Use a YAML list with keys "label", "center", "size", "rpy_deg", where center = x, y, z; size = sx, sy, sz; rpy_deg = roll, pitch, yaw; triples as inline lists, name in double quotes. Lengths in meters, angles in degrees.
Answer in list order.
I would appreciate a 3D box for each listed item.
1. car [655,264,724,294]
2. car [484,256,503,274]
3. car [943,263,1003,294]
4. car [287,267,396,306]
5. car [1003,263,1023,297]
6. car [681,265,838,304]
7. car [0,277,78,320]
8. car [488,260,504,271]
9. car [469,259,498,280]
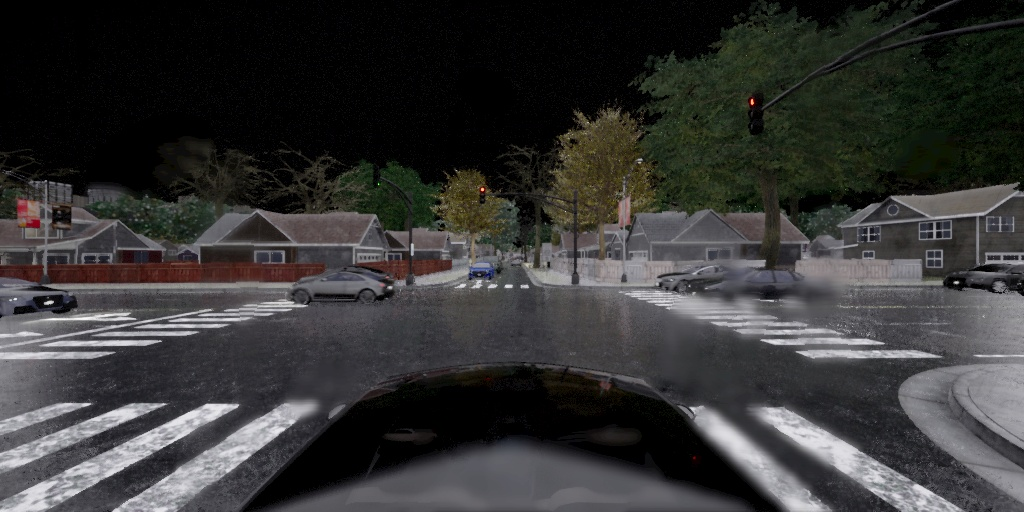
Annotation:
- label: "car"
  center: [9.931, 1.170, 18.398]
  size: [4.902, 1.511, 2.128]
  rpy_deg: [0, 0, 1]
- label: "car"
  center: [-2.400, 0.994, 41.647]
  size: [2.150, 2.045, 5.566]
  rpy_deg: [0, 0, 1]
- label: "car"
  center: [24.981, 1.100, 18.157]
  size: [4.892, 1.490, 1.837]
  rpy_deg: [0, 0, 1]
- label: "car"
  center: [-7.225, 1.342, 15.420]
  size: [4.181, 1.385, 1.994]
  rpy_deg: [0, 0, 1]
- label: "car"
  center: [24.375, 1.077, 14.919]
  size: [5.008, 1.535, 1.882]
  rpy_deg: [0, 0, 1]
- label: "car"
  center: [10.429, 1.224, 15.140]
  size: [5.357, 1.411, 2.033]
  rpy_deg: [0, 0, 1]
- label: "car"
  center: [-17.598, 1.410, 12.136]
  size: [4.181, 1.385, 1.994]
  rpy_deg: [0, 0, 1]
- label: "car"
  center: [-2.269, 1.331, 51.964]
  size: [2.033, 1.411, 5.357]
  rpy_deg: [0, 0, 1]
- label: "car"
  center: [-2.594, 1.242, 31.411]
  size: [1.882, 1.535, 5.008]
  rpy_deg: [0, 0, 1]
